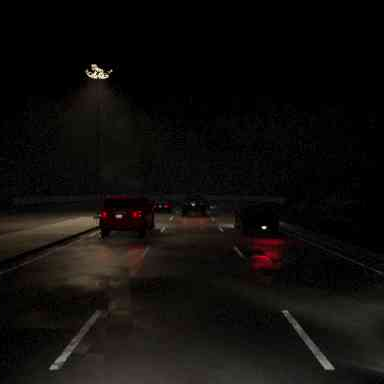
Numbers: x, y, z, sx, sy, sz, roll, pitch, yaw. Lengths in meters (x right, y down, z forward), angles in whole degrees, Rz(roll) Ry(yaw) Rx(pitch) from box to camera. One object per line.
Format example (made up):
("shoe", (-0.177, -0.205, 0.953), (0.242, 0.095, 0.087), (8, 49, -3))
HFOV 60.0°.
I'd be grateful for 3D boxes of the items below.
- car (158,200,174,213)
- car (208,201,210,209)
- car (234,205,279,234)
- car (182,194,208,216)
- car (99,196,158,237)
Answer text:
("car", (-3.149, 1.547, 37.158), (2.033, 1.411, 5.357), (0, 0, 4))
("car", (1.200, 1.492, 42.757), (2.128, 1.511, 4.902), (0, 0, 11))
("car", (3.601, 1.505, 19.020), (1.837, 1.490, 4.892), (0, 0, 0))
("car", (0.186, 1.224, 32.519), (2.150, 2.045, 5.566), (0, 0, 1))
("car", (-3.400, 1.221, 18.167), (2.150, 2.045, 5.566), (0, 0, 0))
